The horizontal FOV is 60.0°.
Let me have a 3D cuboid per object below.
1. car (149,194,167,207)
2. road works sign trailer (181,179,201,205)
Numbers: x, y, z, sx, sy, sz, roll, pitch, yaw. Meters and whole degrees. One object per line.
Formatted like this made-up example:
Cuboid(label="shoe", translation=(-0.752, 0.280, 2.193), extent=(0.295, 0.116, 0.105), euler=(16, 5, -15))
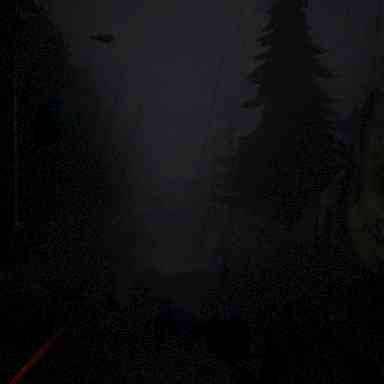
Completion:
Cuboid(label="car", translation=(-4.070, 1.049, 40.765), extent=(1.837, 1.490, 4.892), euler=(0, 1, 0))
Cuboid(label="road works sign trailer", translation=(0.017, -0.050, 46.115), extent=(2.380, 3.560, 2.880), euler=(0, 1, 0))
